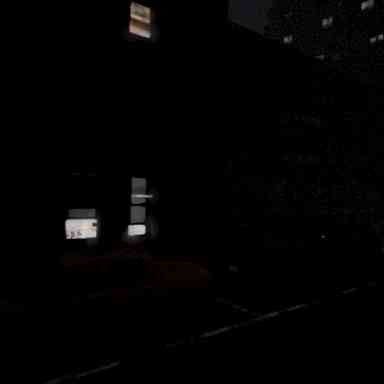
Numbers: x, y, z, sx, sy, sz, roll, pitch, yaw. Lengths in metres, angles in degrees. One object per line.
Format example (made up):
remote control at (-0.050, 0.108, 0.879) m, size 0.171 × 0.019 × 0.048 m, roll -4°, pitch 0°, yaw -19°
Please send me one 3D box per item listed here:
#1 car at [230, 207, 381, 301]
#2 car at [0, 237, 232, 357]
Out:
car at (2.949, 1.355, 8.639) m, size 5.009 × 1.841 × 2.192 m, roll 0°, pitch 1°, yaw -35°
car at (-1.821, 1.534, 5.242) m, size 4.829 × 1.417 × 1.752 m, roll 0°, pitch 1°, yaw -35°
